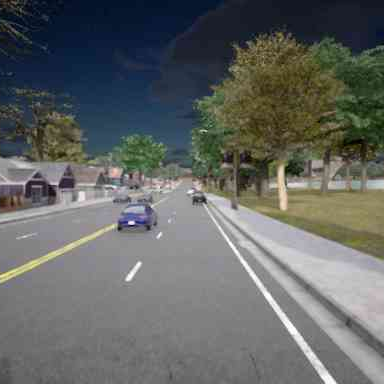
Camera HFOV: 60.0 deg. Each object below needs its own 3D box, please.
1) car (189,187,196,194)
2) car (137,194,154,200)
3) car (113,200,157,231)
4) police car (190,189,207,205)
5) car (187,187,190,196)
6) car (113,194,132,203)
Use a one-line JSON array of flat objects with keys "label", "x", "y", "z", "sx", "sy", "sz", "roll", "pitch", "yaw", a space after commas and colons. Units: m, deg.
[{"label": "car", "x": 0.994, "y": 0.376, "z": 61.422, "sx": 2.097, "sy": 1.767, "sz": 4.553, "roll": 0, "pitch": 1, "yaw": 0}, {"label": "car", "x": -6.562, "y": 0.915, "z": 47.162, "sx": 1.994, "sy": 1.385, "sz": 4.181, "roll": 0, "pitch": 1, "yaw": 0}, {"label": "car", "x": -3.142, "y": 1.410, "z": 19.581, "sx": 1.812, "sy": 1.442, "sz": 4.674, "roll": 0, "pitch": 1, "yaw": 0}, {"label": "police car", "x": 0.990, "y": 0.815, "z": 45.565, "sx": 1.930, "sy": 1.638, "sz": 5.238, "roll": 0, "pitch": 1, "yaw": 0}, {"label": "car", "x": 0.025, "y": -0.172, "z": 78.813, "sx": 2.150, "sy": 2.045, "sz": 5.566, "roll": 0, "pitch": 1, "yaw": 0}, {"label": "car", "x": -9.812, "y": 0.917, "z": 47.087, "sx": 1.994, "sy": 1.385, "sz": 4.181, "roll": 0, "pitch": 1, "yaw": 0}]
